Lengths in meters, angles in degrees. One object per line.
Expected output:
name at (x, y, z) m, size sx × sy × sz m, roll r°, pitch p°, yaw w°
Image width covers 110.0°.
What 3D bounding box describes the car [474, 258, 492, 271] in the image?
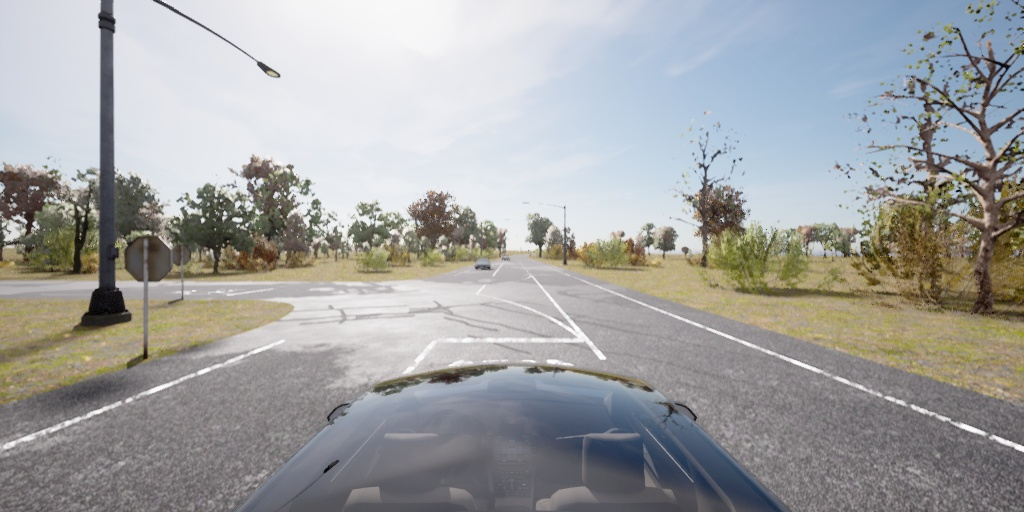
car at (-3.491, 0.999, 43.678) m, size 1.812 × 1.442 × 4.674 m, roll 0°, pitch 0°, yaw 0°
